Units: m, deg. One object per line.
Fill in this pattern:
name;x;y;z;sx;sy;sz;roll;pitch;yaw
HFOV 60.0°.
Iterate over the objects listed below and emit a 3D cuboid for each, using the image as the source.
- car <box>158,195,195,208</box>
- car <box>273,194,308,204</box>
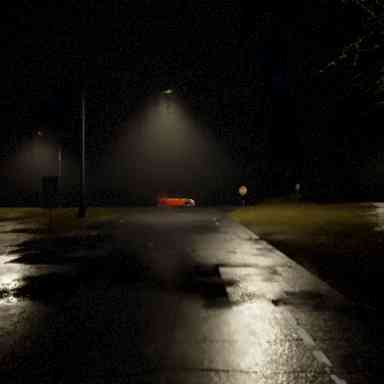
car;-1.919;1.120;41.657;4.553;1.767;2.097;-1;-2;0
car;14.462;1.137;48.919;4.902;1.511;2.128;-2;-3;-1
